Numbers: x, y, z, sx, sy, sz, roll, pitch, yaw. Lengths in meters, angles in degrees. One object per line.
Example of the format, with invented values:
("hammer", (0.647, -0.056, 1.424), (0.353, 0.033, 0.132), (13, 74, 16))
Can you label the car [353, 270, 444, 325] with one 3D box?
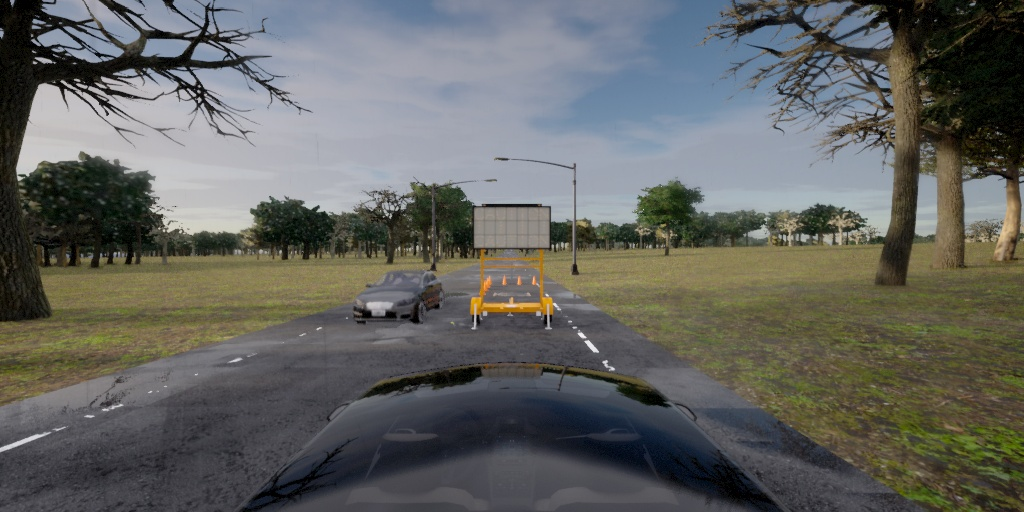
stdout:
("car", (-3.506, 1.222, 11.865), (2.128, 1.511, 4.902), (0, 0, 0))

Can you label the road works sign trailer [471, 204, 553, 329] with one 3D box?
("road works sign trailer", (-0.005, 0.197, 11.128), (2.380, 3.560, 2.880), (0, 0, 0))
